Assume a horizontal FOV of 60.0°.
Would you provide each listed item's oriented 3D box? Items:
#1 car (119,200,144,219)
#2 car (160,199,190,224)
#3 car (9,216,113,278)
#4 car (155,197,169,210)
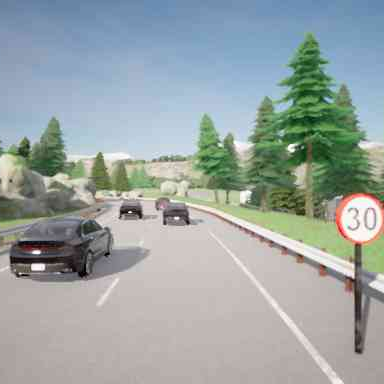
[{"bbox_3d":[-5.306,1.483,29.371,1.882,1.535,5.008,0,0,-7],"label":"car"},{"bbox_3d":[-1.247,1.504,24.539,1.837,1.490,4.892,0,0,-6],"label":"car"},{"bbox_3d":[-3.711,1.510,10.211,1.837,1.490,4.892,0,0,-3],"label":"car"},{"bbox_3d":[-3.731,1.431,42.572,2.033,1.649,4.856,0,0,-10],"label":"car"}]
